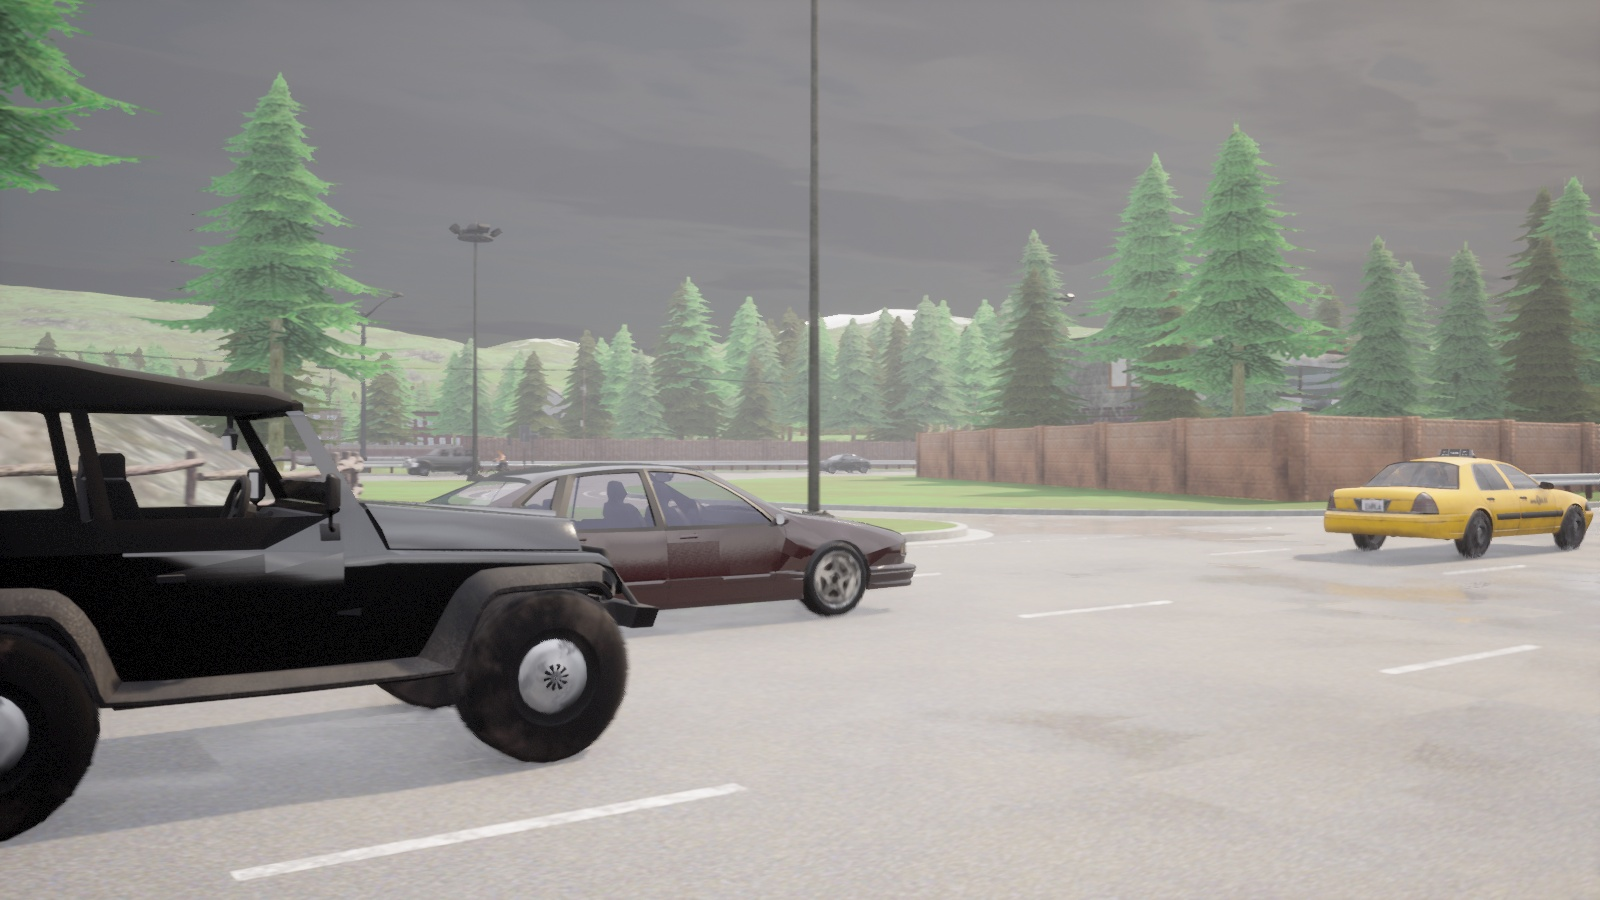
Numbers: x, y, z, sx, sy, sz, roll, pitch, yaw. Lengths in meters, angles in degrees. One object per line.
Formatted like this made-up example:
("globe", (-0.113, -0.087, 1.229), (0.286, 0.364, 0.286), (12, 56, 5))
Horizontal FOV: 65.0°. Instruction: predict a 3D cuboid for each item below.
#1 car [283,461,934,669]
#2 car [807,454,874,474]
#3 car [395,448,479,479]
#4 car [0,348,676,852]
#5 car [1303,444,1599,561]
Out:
("car", (-1.518, 0.823, 11.130), (5.357, 1.411, 2.033), (0, 0, -35))
("car", (2.907, 0.987, 90.639), (4.674, 1.442, 1.812), (0, 0, -35))
("car", (-22.325, 0.800, 77.250), (4.605, 1.855, 1.932), (1, -1, -35))
("car", (-2.757, 0.561, 6.005), (3.866, 1.878, 1.905), (0, 0, -35))
("car", (10.097, 0.710, 19.216), (5.366, 1.575, 1.801), (0, 0, -35))
